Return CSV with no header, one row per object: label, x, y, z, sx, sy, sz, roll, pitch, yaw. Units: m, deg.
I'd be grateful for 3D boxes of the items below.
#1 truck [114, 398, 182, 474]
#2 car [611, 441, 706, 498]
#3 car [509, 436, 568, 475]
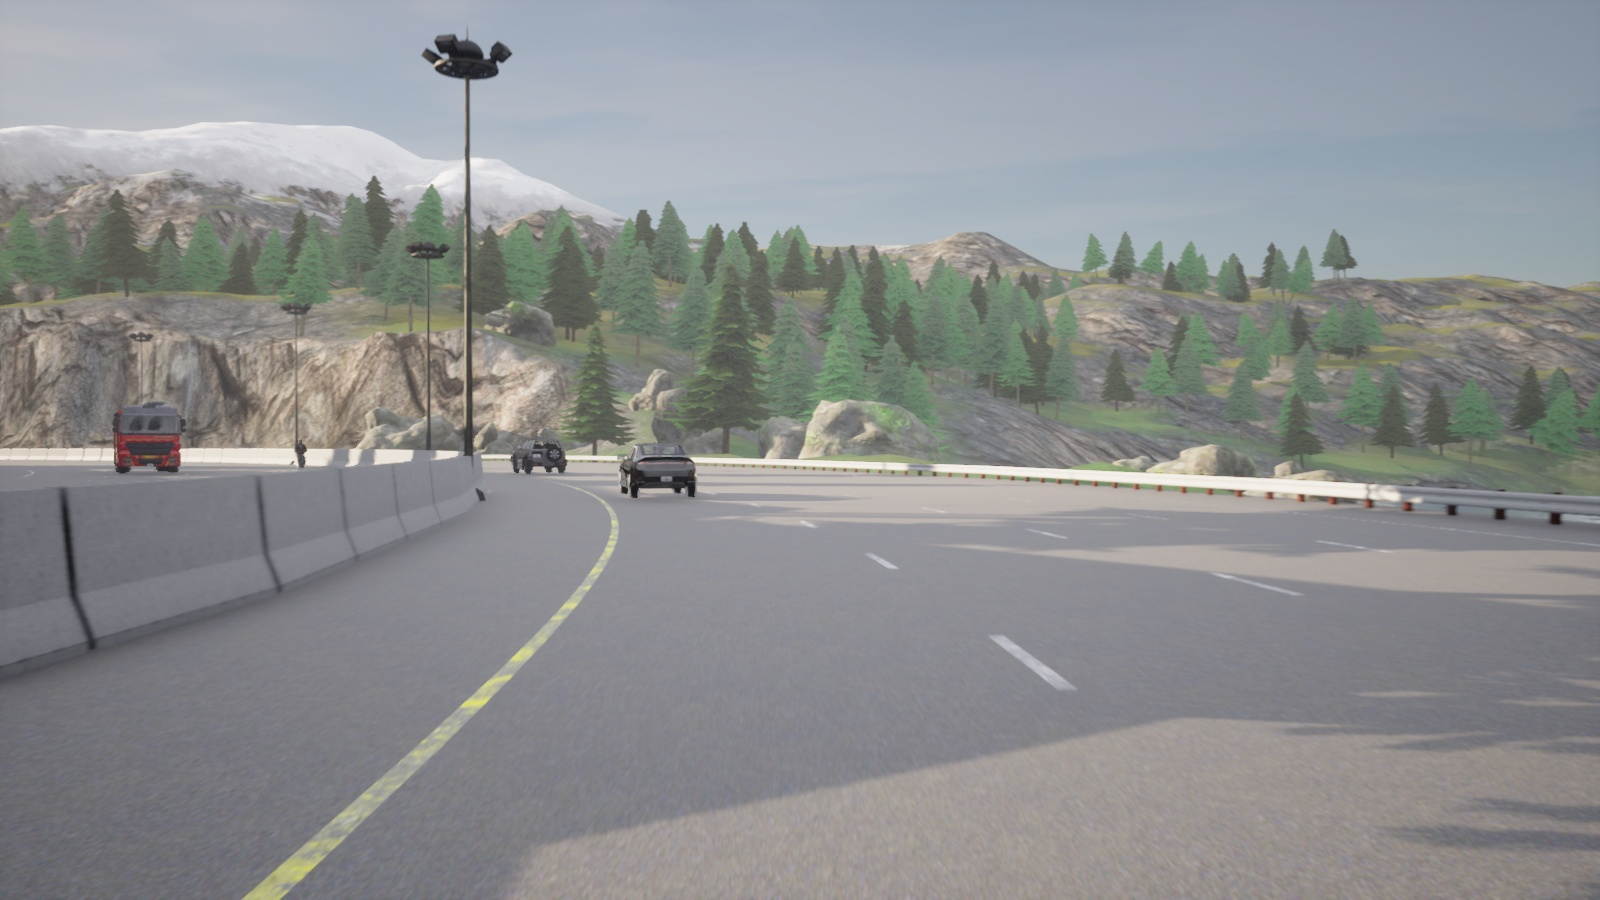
truck,-35.080,-0.739,67.396,2.891,3.827,8.468,0,0,-30
car,-4.139,0.509,36.022,2.128,1.511,4.902,0,0,-13
car,-13.029,0.236,62.444,1.932,1.855,4.605,0,0,-24
